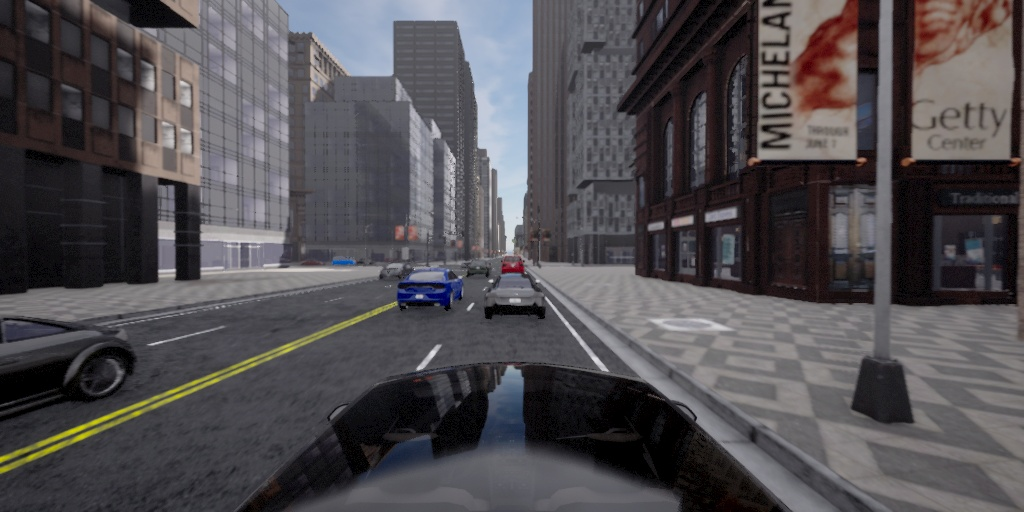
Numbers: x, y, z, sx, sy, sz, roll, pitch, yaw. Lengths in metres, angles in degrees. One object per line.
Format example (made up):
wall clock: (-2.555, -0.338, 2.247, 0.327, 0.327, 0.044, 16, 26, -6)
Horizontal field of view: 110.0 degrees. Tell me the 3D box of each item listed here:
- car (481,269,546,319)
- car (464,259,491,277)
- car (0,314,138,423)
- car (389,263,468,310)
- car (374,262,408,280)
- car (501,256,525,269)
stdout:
car: (0.092, 1.320, 12.874, 1.994, 1.385, 4.181, 0, 0, 0)
car: (-3.170, 1.114, 35.407, 2.097, 1.767, 4.553, 0, 0, 0)
car: (-6.601, 1.315, 3.578, 1.994, 1.385, 4.181, 0, 0, 0)
car: (-3.159, 1.234, 14.717, 1.882, 1.535, 5.008, 0, 0, 0)
car: (-9.866, 1.285, 30.924, 1.812, 1.442, 4.674, 0, 0, 0)
car: (0.081, 0.982, 35.086, 2.150, 2.045, 5.566, 0, 0, 0)
